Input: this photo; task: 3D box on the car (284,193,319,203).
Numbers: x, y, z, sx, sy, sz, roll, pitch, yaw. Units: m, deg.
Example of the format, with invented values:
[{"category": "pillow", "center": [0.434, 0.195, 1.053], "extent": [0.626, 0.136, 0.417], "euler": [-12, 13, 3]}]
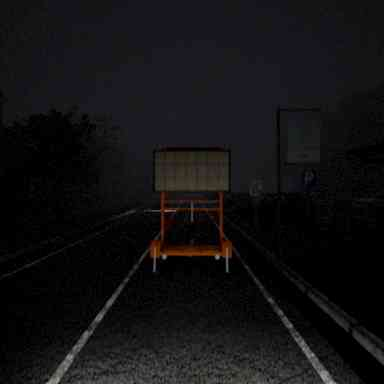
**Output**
[{"category": "car", "center": [18.822, 0.983, 57.501], "extent": [5.366, 1.575, 1.946], "euler": [0, 1, 0]}]

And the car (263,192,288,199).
[{"category": "car", "center": [18.581, 0.734, 74.155], "extent": [4.892, 1.521, 2.231], "euler": [0, 1, 0]}]

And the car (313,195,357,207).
[{"category": "car", "center": [18.658, 1.206, 43.616], "extent": [4.792, 1.488, 2.163], "euler": [0, 1, 0]}]

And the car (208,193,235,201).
[{"category": "car", "center": [5.532, 0.909, 62.524], "extent": [4.892, 1.521, 2.231], "euler": [0, 1, 0]}]

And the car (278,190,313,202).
[{"category": "car", "center": [18.655, 0.692, 60.273], "extent": [5.566, 2.045, 2.435], "euler": [0, 1, 0]}]

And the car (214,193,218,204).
[{"category": "car", "center": [5.639, 1.212, 42.895], "extent": [4.792, 1.488, 2.163], "euler": [0, 1, 0]}]

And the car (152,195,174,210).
[{"category": "car", "center": [-3.434, 1.280, 38.000], "extent": [1.994, 1.385, 4.181], "euler": [0, 1, 0]}]

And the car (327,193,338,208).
[{"category": "car", "center": [18.702, 1.227, 38.067], "extent": [5.008, 1.535, 2.097], "euler": [0, 1, 0]}]

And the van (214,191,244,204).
[{"category": "van", "center": [5.696, 0.852, 51.310], "extent": [4.442, 1.987, 1.878], "euler": [0, 1, 0]}]

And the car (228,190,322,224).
[{"category": "car", "center": [5.654, 1.086, 23.268], "extent": [5.566, 2.045, 2.435], "euler": [0, 0, 0]}]

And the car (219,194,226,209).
[{"category": "car", "center": [5.636, 1.255, 34.483], "extent": [5.008, 1.535, 2.097], "euler": [0, 0, 0]}]

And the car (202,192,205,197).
[{"category": "car", "center": [5.479, 0.529, 70.928], "extent": [5.566, 2.045, 2.435], "euler": [0, 1, 0]}]

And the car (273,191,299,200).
[{"category": "car", "center": [18.637, 0.734, 65.827], "extent": [4.553, 1.767, 2.185], "euler": [0, 1, 0]}]

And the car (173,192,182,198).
[{"category": "car", "center": [-3.431, 0.670, 78.588], "extent": [1.895, 1.301, 4.718], "euler": [0, 1, 0]}]

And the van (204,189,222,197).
[{"category": "van", "center": [5.339, 0.342, 84.943], "extent": [4.442, 1.987, 1.878], "euler": [0, 1, 0]}]

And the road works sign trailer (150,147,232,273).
[{"category": "road works sign trailer", "center": [0.002, 0.410, 10.492], "extent": [2.380, 3.560, 2.880], "euler": [0, 0, 2]}]

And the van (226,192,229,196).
[{"category": "van", "center": [5.768, 1.050, 31.679], "extent": [4.442, 1.987, 1.878], "euler": [0, 0, 0]}]

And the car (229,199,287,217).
[{"category": "car", "center": [5.664, 1.336, 28.877], "extent": [4.674, 1.452, 2.002], "euler": [0, 0, 0]}]

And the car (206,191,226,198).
[{"category": "car", "center": [5.456, 0.570, 76.536], "extent": [4.553, 1.767, 2.185], "euler": [0, 1, 0]}]

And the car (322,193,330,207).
[{"category": "car", "center": [18.882, 1.199, 40.845], "extent": [5.366, 1.575, 1.946], "euler": [0, 1, 0]}]

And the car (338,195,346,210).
[{"category": "car", "center": [18.712, 1.251, 35.290], "extent": [4.892, 1.521, 2.231], "euler": [0, 0, 0]}]

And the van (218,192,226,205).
[{"category": "van", "center": [5.514, 1.007, 37.288], "extent": [4.442, 1.987, 1.878], "euler": [0, 0, 0]}]

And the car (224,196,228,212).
[{"category": "car", "center": [5.486, 1.314, 26.073], "extent": [5.366, 1.575, 1.946], "euler": [0, 0, 0]}]

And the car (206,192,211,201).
[{"category": "car", "center": [5.541, 0.785, 54.110], "extent": [5.566, 2.045, 2.435], "euler": [0, 1, 0]}]

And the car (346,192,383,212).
[{"category": "car", "center": [18.699, 1.019, 32.513], "extent": [5.566, 2.045, 2.435], "euler": [0, 0, 0]}]

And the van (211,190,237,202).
[{"category": "van", "center": [5.665, 0.725, 59.717], "extent": [4.442, 1.987, 1.878], "euler": [0, 1, 0]}]

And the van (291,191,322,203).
[{"category": "van", "center": [18.763, 0.802, 54.724], "extent": [4.442, 1.987, 1.878], "euler": [0, 1, 0]}]

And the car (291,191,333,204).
[{"category": "car", "center": [18.685, 0.819, 51.947], "extent": [5.566, 2.045, 2.435], "euler": [0, 1, 0]}]

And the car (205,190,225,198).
[{"category": "car", "center": [5.445, 0.527, 79.339], "extent": [4.553, 1.767, 2.185], "euler": [0, 1, 0]}]

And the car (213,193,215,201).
[{"category": "car", "center": [5.597, 1.190, 45.703], "extent": [4.674, 1.452, 2.002], "euler": [0, 1, 0]}]

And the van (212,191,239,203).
[{"category": "van", "center": [5.675, 0.767, 56.914], "extent": [4.442, 1.987, 1.878], "euler": [0, 1, 0]}]

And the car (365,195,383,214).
[{"category": "car", "center": [18.743, 1.291, 29.740], "extent": [5.008, 1.535, 2.097], "euler": [0, 0, 0]}]

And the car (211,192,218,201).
[{"category": "car", "center": [5.596, 1.115, 48.506], "extent": [4.892, 1.521, 2.231], "euler": [0, 1, 0]}]
